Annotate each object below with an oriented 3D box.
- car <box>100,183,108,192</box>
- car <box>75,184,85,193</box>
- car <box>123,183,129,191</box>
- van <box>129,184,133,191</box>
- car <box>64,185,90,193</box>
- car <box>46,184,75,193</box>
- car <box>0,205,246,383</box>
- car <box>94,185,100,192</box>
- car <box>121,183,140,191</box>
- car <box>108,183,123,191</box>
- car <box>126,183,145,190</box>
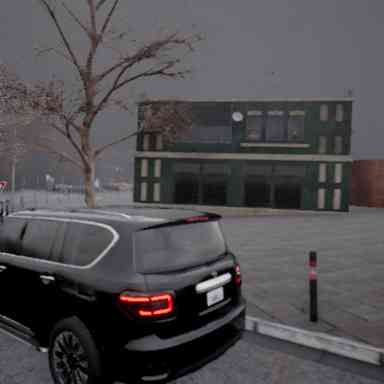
[{"bbox_3d":[-21.726,-0.833,73.277,4.892,1.521,2.231,2,2,19],"label":"car"},{"bbox_3d":[-24.408,-0.648,65.450,5.008,1.535,2.097,2,2,19],"label":"car"},{"bbox_3d":[-18.862,-1.033,81.036,5.366,1.575,1.946,2,2,19],"label":"car"},{"bbox_3d":[-18.026,-1.326,83.658,4.442,1.987,1.878,2,2,19],"label":"van"},{"bbox_3d":[-23.509,-0.668,68.055,4.674,1.452,2.002,2,2,19],"label":"car"},{"bbox_3d":[-25.266,-0.715,62.821,4.553,1.767,2.185,2,2,19],"label":"car"},{"bbox_3d":[-1.875,1.225,5.284,5.566,2.045,2.150,0,0,37],"label":"car"},{"bbox_3d":[-22.582,-0.894,70.648,4.553,1.767,2.185,2,2,19],"label":"car"},{"bbox_3d":[-16.380,-1.366,88.924,4.553,1.767,2.185,2,2,19],"label":"car"},{"bbox_3d":[-19.951,-1.222,78.488,5.566,2.045,2.435,2,2,19],"label":"car"},{"bbox_3d":[-15.486,-1.431,91.531,4.553,1.767,2.185,2,2,19],"label":"car"}]
